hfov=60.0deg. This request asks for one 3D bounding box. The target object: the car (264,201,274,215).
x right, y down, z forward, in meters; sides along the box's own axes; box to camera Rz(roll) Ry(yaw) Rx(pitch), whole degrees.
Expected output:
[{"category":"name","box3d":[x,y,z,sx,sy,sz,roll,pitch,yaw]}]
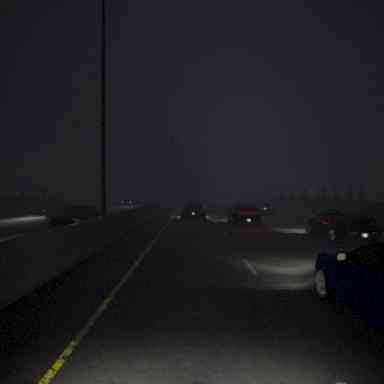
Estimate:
[{"category":"car","box3d":[7.096,1.589,34.386,1.994,1.385,4.181,0,0,0]}]

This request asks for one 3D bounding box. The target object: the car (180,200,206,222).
[{"category":"car","box3d":[0.096,1.584,26.815,1.994,1.385,4.181,0,0,0]}]

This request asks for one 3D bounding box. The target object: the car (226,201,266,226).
[{"category":"car","box3d":[3.597,1.522,23.504,1.837,1.490,4.892,0,0,0]}]

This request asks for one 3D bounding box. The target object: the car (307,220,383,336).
[{"category":"car","box3d":[3.599,1.482,5.278,1.882,1.535,5.008,0,0,0]}]

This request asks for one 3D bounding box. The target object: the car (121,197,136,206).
[{"category":"car","box3d":[-10.568,1.546,55.579,1.837,1.490,4.892,0,0,0]}]

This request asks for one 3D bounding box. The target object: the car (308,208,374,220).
[{"category":"car","box3d":[7.098,1.517,16.060,1.837,1.490,4.892,0,0,0]}]

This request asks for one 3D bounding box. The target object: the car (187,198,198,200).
[{"category":"car","box3d":[0.095,1.535,43.056,2.163,1.488,4.792,0,0,0]}]

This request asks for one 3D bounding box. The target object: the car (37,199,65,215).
[{"category":"car","box3d":[-14.097,1.516,34.143,2.128,1.511,4.902,0,0,0]}]

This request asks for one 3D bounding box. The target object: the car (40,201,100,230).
[{"category":"car","box3d":[-7.102,1.492,20.426,1.882,1.535,5.008,0,0,0]}]

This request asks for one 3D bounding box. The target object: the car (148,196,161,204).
[{"category":"car","box3d":[-7.035,1.536,62.632,2.128,1.511,4.902,0,0,1]}]
